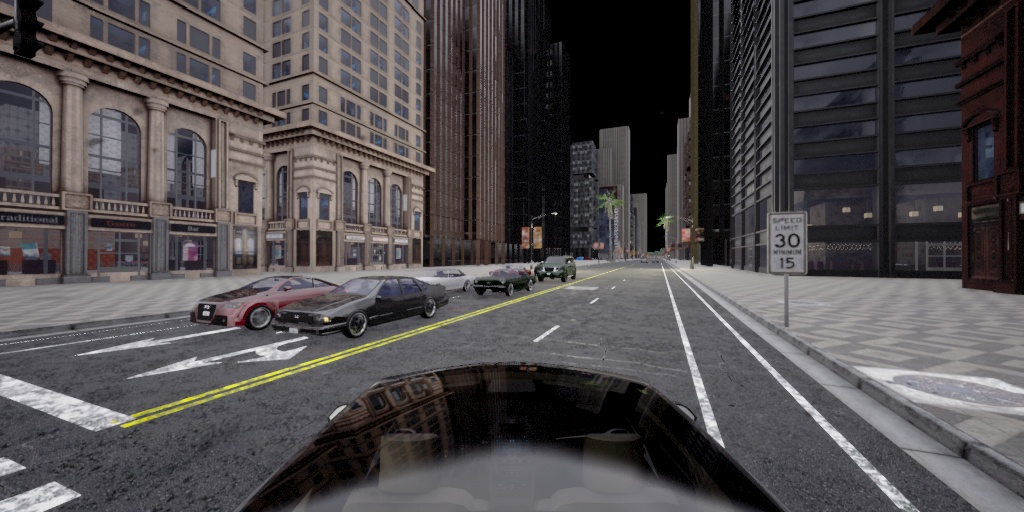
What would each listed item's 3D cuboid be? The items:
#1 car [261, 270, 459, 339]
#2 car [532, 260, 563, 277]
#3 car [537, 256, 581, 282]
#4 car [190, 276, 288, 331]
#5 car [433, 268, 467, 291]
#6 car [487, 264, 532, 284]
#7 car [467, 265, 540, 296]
[{"bbox_3d":[-3.934,1.299,10.576,2.033,1.411,5.357,0,0,22],"label":"car"},{"bbox_3d":[3.836,1.250,37.915,1.882,1.535,5.008,0,0,23],"label":"car"},{"bbox_3d":[3.785,0.986,29.336,2.150,2.045,5.566,0,0,22],"label":"car"},{"bbox_3d":[-7.198,1.315,11.173,1.994,1.385,4.181,0,0,23],"label":"car"},{"bbox_3d":[-3.871,1.356,19.278,1.895,1.301,4.718,0,0,22],"label":"car"},{"bbox_3d":[-0.081,1.364,28.490,1.895,1.301,4.718,0,0,23],"label":"car"},{"bbox_3d":[-0.287,1.357,19.444,1.895,1.301,4.718,0,0,23],"label":"car"}]
